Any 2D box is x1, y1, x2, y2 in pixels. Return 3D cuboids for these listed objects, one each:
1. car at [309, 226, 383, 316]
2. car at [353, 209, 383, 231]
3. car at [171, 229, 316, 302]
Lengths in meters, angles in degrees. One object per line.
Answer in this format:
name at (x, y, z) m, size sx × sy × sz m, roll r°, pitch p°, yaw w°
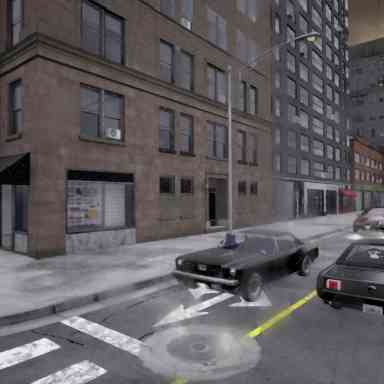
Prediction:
car at (4.385, 1.677, 7.218) m, size 1.895 × 1.301 × 4.718 m, roll -1°, pitch -1°, yaw 39°
car at (11.611, 1.796, 21.036) m, size 1.812 × 1.442 × 4.674 m, roll -1°, pitch -1°, yaw 39°
car at (1.645, 1.717, 8.812) m, size 1.895 × 1.301 × 4.718 m, roll -1°, pitch -1°, yaw 40°
